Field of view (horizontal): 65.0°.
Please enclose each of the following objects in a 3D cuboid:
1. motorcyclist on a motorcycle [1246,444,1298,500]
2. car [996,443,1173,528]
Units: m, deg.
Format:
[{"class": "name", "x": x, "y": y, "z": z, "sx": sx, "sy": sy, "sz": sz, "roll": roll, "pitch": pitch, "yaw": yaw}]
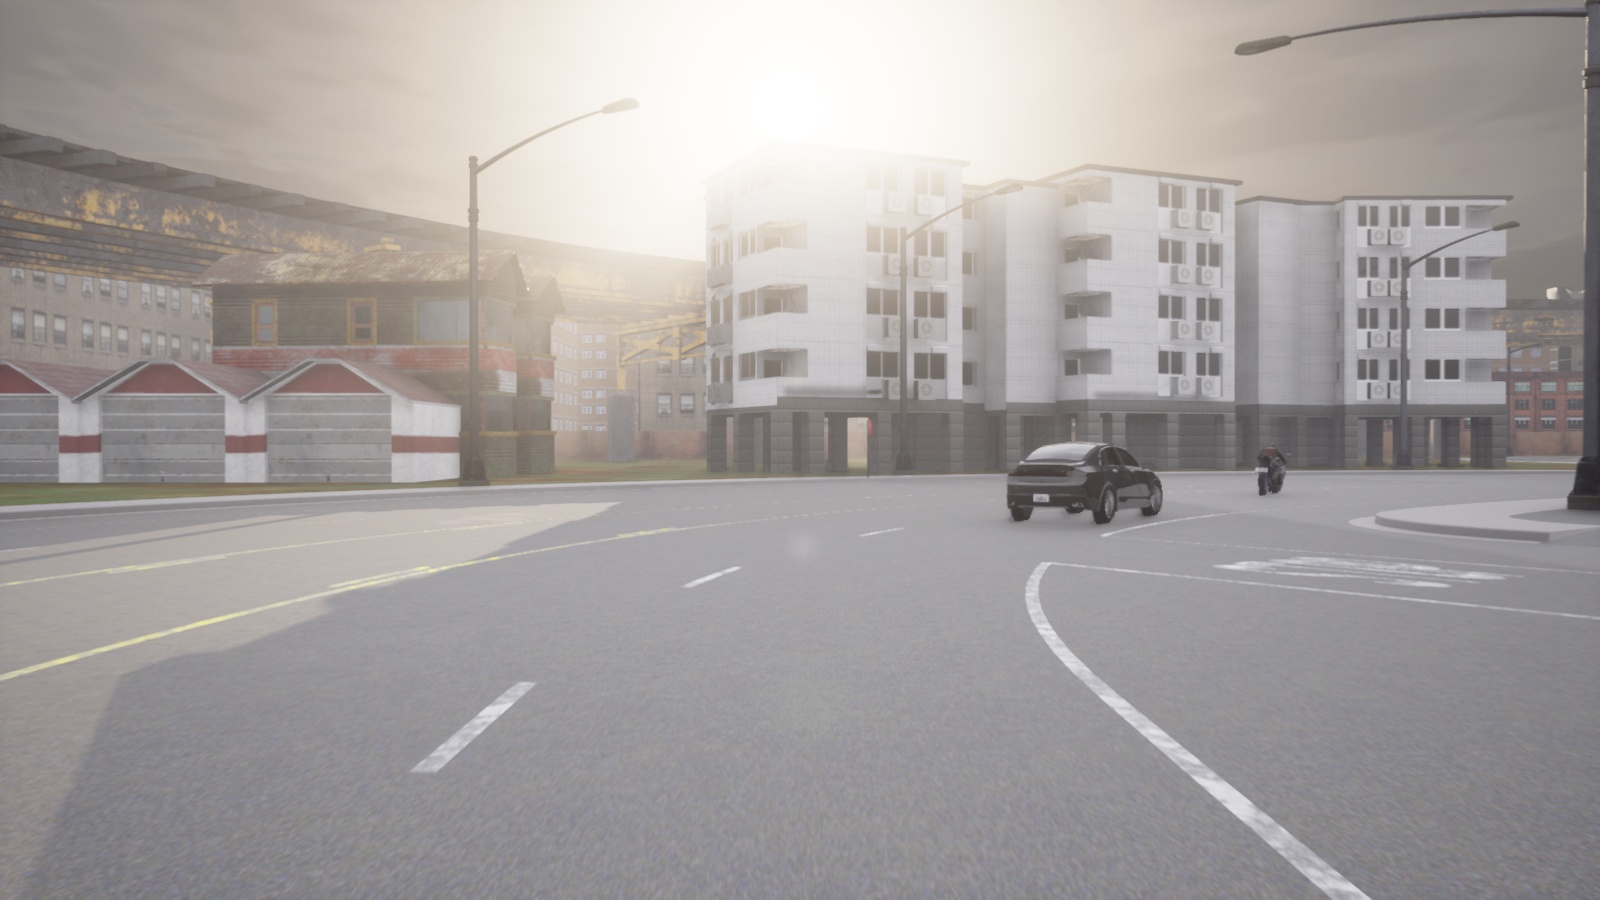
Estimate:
[{"class": "motorcyclist on a motorcycle", "x": 13.487, "y": 0.590, "z": 35.845, "sx": 0.866, "sy": 1.530, "sz": 2.191, "roll": 2, "pitch": 1, "yaw": 35}, {"class": "car", "x": 5.695, "y": 0.617, "z": 24.636, "sx": 1.837, "sy": 1.490, "sz": 4.892, "roll": 0, "pitch": 0, "yaw": 33}]
